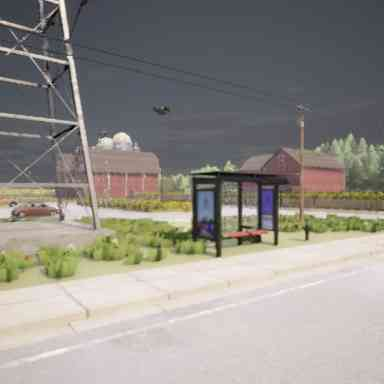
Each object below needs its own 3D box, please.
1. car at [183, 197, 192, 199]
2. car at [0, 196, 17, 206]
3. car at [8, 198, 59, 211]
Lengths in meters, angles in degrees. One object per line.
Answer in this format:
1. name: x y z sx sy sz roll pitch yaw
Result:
1. car: -1.023 1.551 55.764 1.994 1.385 4.181 0 0 -35
2. car: -27.137 1.309 47.492 4.605 1.855 1.932 0 0 -36
3. car: -13.722 1.519 29.454 3.905 1.438 1.784 0 0 -36
